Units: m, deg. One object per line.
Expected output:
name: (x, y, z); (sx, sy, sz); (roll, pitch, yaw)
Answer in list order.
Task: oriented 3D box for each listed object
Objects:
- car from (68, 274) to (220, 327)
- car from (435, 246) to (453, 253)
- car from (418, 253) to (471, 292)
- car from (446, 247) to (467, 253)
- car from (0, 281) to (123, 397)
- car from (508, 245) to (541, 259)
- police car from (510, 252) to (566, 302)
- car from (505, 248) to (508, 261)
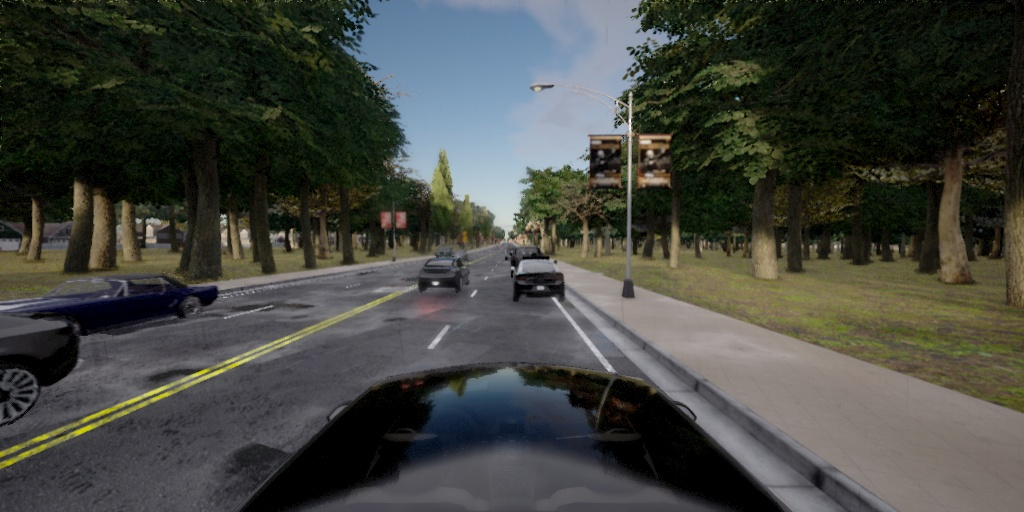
car: (-9.852, 1.152, 8.656); (1.895, 1.301, 4.718); (0, 2, 0)
car: (-9.822, -0.471, 52.891); (2.150, 2.045, 5.566); (0, 1, 0)
car: (-3.151, 0.812, 17.210); (1.837, 1.490, 4.892); (0, 2, 0)
car: (-6.590, 0.007, 45.401); (2.128, 1.511, 4.902); (0, 1, 0)
car: (-6.600, 1.215, 2.603); (2.128, 1.511, 4.902); (0, 2, 0)
car: (0.974, 0.322, 24.606); (2.150, 2.045, 5.566); (0, 2, 0)
police car: (0.974, 0.804, 14.696); (1.930, 1.638, 5.238); (0, 2, 0)
car: (0.008, -0.090, 51.396); (1.994, 1.385, 4.181); (0, 1, 1)
